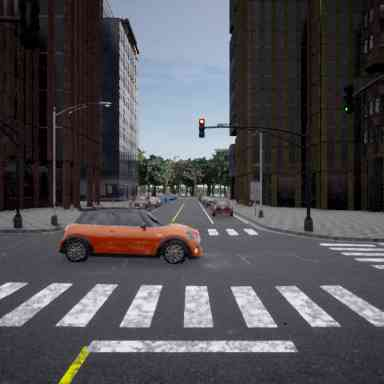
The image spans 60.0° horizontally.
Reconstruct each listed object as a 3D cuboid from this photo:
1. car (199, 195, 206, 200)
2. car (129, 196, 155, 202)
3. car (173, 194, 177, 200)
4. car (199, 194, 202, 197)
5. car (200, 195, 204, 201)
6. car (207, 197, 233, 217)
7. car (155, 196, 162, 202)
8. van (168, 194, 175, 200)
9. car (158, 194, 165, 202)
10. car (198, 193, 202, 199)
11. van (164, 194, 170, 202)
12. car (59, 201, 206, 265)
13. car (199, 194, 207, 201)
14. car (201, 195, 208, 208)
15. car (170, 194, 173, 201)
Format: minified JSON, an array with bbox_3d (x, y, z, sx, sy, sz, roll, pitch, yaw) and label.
[{"bbox_3d":[2.782,1.560,91.709,1.752,1.417,4.829,0,0,0],"label":"car"},{"bbox_3d":[-5.755,1.321,37.165,2.192,1.841,5.009,0,0,0],"label":"car"},{"bbox_3d":[-5.744,1.597,86.103,1.947,1.339,4.313,0,0,0],"label":"car"},{"bbox_3d":[2.777,1.542,64.521,1.752,1.417,4.829,0,0,0],"label":"car"},{"bbox_3d":[2.774,1.556,53.476,1.887,1.381,4.507,0,0,0],"label":"car"},{"bbox_3d":[2.769,1.444,31.726,1.967,1.590,4.097,0,0,0],"label":"car"},{"bbox_3d":[-5.752,1.591,48.040,1.802,1.307,4.206,0,0,0],"label":"car"},{"bbox_3d":[-5.743,1.376,91.541,1.690,1.788,3.998,0,0,0],"label":"van"},{"bbox_3d":[-5.751,1.537,53.308,1.752,1.417,4.829,0,0,0],"label":"car"},{"bbox_3d":[2.779,1.548,75.396,1.752,1.417,4.829,0,0,0],"label":"car"},{"bbox_3d":[-5.749,1.358,64.353,1.690,1.788,3.998,0,0,0],"label":"van"},{"bbox_3d":[-1.937,1.342,11.244,4.553,1.767,2.097,1,0,0],"label":"car"},{"bbox_3d":[2.775,1.559,58.914,1.887,1.381,4.507,0,0,0],"label":"car"},{"bbox_3d":[2.773,1.560,48.038,2.008,1.369,4.403,0,0,0],"label":"car"},{"bbox_3d":[-5.747,1.571,69.791,2.008,1.369,4.403,0,0,0],"label":"car"}]
